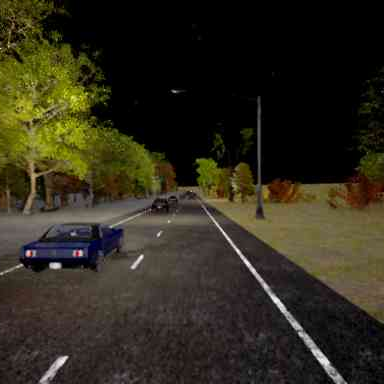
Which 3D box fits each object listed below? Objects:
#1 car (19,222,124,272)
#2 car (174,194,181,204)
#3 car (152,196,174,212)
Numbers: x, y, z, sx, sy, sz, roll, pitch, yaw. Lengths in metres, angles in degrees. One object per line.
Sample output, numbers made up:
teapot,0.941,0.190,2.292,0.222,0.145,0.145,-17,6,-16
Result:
car,-3.503,1.607,10.764,1.895,1.301,4.718,0,0,0
car,-3.532,1.495,62.791,1.837,1.490,4.892,0,0,0
car,-3.519,1.484,38.459,1.882,1.535,5.008,0,0,0
